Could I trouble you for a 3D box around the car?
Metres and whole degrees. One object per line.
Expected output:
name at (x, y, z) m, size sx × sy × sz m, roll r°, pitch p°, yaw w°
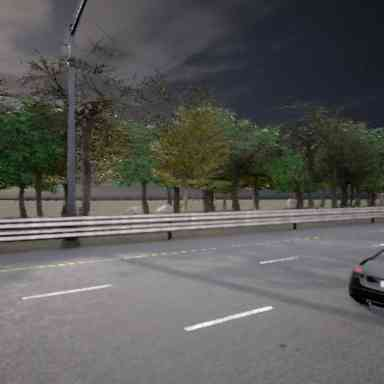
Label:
car at (5.268, 1.682, 7.113) m, size 4.181 × 1.385 × 1.994 m, roll 1°, pitch -1°, yaw -33°
